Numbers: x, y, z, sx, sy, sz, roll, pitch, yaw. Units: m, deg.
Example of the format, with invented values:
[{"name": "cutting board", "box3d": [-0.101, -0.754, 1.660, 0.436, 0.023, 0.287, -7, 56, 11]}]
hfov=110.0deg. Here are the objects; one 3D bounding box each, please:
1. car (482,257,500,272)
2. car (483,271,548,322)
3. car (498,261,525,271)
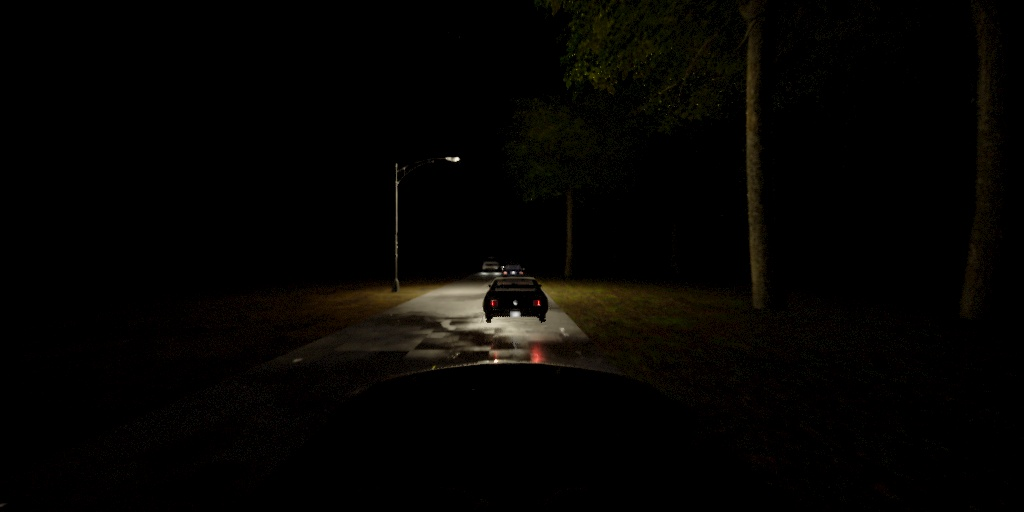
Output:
[{"name": "car", "box3d": [-2.817, 1.145, 48.750, 2.150, 2.045, 5.566, 0, -1, 0]}, {"name": "car", "box3d": [0.103, 1.371, 12.405, 1.895, 1.301, 4.718, 0, 0, 0]}, {"name": "car", "box3d": [0.104, 1.365, 30.485, 2.033, 1.411, 5.357, 0, 0, 0]}]
